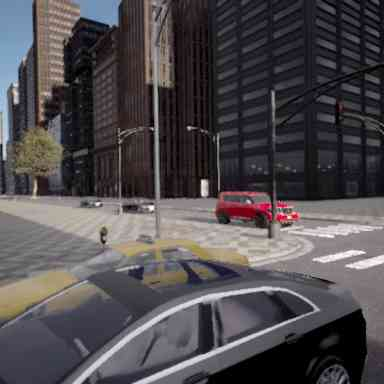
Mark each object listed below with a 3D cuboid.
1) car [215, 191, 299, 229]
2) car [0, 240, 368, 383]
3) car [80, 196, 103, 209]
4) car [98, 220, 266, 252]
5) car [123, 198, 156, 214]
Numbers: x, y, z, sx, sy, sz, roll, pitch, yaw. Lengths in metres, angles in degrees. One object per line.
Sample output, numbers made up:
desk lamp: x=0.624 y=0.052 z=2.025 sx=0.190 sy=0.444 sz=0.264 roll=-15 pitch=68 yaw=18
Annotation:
car: x=3.621 y=0.991 z=19.800 sx=2.150 sy=2.045 sz=5.566 roll=-1 pitch=1 yaw=-33
car: x=-0.427 y=1.469 z=2.908 sx=4.902 sy=1.511 sz=2.128 roll=-1 pitch=1 yaw=-34
car: x=-13.131 y=1.327 z=43.332 sx=2.128 sy=1.511 sz=4.902 roll=-1 pitch=1 yaw=-35
car: x=-1.053 y=1.480 z=5.901 sx=4.829 sy=1.417 sz=1.752 roll=-1 pitch=1 yaw=-36
car: x=-5.038 y=1.296 z=32.060 sx=2.128 sy=1.511 sz=4.902 roll=-1 pitch=1 yaw=-36
